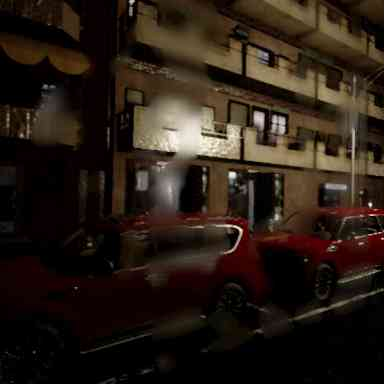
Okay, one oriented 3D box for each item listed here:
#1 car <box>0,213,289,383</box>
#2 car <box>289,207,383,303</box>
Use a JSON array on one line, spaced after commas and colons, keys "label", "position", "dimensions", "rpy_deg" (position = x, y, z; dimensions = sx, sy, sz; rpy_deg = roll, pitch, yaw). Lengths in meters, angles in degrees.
[{"label": "car", "position": [-1.024, 1.327, 5.335], "dimensions": [5.009, 1.841, 2.192], "rpy_deg": [0, 1, -35]}, {"label": "car", "position": [3.482, 1.357, 8.540], "dimensions": [5.009, 1.841, 2.192], "rpy_deg": [0, 1, -35]}]
